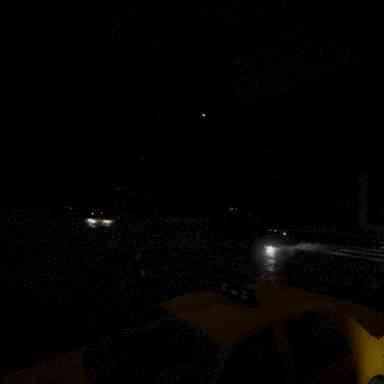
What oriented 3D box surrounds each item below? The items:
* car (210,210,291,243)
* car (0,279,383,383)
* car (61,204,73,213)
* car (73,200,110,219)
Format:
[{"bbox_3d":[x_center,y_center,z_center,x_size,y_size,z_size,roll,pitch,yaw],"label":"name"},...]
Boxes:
[{"bbox_3d":[2.967,1.762,17.691,1.837,1.490,4.892,2,-2,-36],"label":"car"},{"bbox_3d":[0.188,1.541,2.922,4.829,1.417,1.752,1,1,-35],"label":"car"},{"bbox_3d":[-20.905,2.778,56.115,1.994,1.385,4.181,2,-2,-36],"label":"car"},{"bbox_3d":[-11.136,1.918,37.438,2.150,2.045,5.566,2,-2,-35],"label":"car"}]
